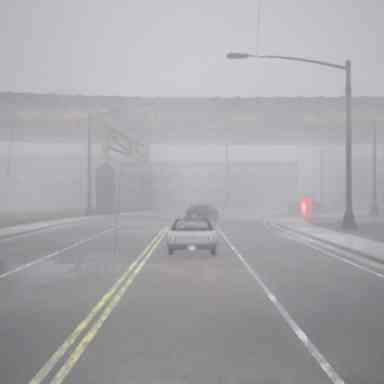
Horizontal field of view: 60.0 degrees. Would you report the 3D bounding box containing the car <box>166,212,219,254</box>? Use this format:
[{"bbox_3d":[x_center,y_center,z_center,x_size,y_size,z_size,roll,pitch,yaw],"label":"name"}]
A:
[{"bbox_3d":[0.004,1.735,14.106,1.895,1.301,4.718,0,-1,0],"label":"car"}]

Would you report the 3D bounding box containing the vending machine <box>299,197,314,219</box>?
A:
[{"bbox_3d":[11.029,1.499,32.161,1.100,2.100,0.880,0,-1,42],"label":"vending machine"}]

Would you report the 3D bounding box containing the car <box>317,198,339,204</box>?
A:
[{"bbox_3d":[33.870,2.236,82.996,2.038,1.542,4.974,0,-1,-34],"label":"car"}]

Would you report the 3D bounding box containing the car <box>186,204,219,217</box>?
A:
[{"bbox_3d":[0.961,1.751,28.899,1.882,1.535,5.008,0,0,17],"label":"car"}]

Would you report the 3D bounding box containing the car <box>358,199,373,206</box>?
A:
[{"bbox_3d":[32.421,2.031,61.232,2.038,1.542,4.974,0,-1,31],"label":"car"}]

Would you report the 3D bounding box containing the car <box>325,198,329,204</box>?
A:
[{"bbox_3d":[33.899,2.078,82.955,1.853,1.218,4.536,0,-1,-34],"label":"car"}]

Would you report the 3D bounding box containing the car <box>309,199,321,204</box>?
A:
[{"bbox_3d":[32.852,2.532,88.821,1.970,1.475,3.806,0,-1,1],"label":"car"}]

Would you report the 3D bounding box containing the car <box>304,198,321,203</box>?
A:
[{"bbox_3d":[29.821,2.071,82.227,4.536,1.218,1.853,0,-1,-39],"label":"car"}]

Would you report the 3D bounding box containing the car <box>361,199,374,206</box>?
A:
[{"bbox_3d":[32.448,1.874,61.278,1.853,1.218,4.536,0,-1,31],"label":"car"}]

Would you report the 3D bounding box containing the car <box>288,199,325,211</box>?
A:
[{"bbox_3d":[16.041,1.962,47.632,4.892,1.490,1.837,1,-1,-18],"label":"car"}]

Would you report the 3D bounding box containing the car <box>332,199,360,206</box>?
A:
[{"bbox_3d":[29.360,1.894,63.448,1.853,1.218,4.536,0,-1,-29],"label":"car"}]

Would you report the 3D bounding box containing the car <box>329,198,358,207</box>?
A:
[{"bbox_3d":[29.385,2.051,63.401,2.038,1.542,4.974,0,-1,-29],"label":"car"}]

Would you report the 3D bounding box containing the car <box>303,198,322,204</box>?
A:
[{"bbox_3d":[29.861,2.229,82.258,4.974,1.542,2.038,0,-1,-39],"label":"car"}]
